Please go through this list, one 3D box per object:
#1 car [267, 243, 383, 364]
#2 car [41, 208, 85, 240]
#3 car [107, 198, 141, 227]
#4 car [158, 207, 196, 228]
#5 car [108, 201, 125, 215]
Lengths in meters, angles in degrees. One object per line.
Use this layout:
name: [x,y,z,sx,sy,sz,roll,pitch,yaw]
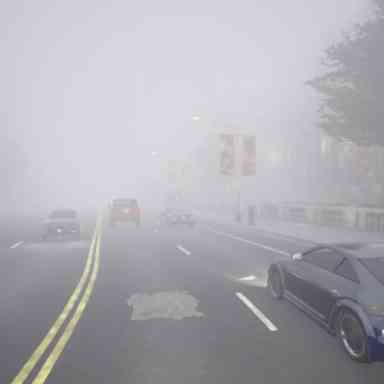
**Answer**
car: [2.888,1.598,5.987,1.994,1.385,4.181,0,0,-7]
car: [-7.150,1.713,18.739,1.837,1.490,4.892,0,-1,-15]
car: [-5.206,1.471,25.418,2.150,2.045,5.566,0,0,-15]
car: [-1.212,1.760,24.049,2.033,1.411,5.357,0,-1,-15]
car: [-9.357,1.884,41.057,1.882,1.535,5.008,0,-1,-15]
